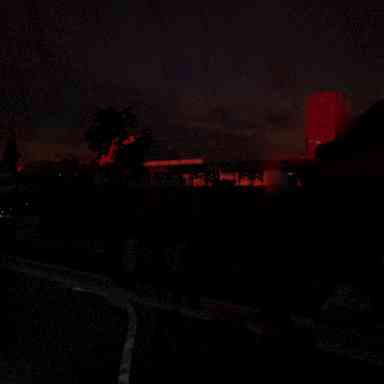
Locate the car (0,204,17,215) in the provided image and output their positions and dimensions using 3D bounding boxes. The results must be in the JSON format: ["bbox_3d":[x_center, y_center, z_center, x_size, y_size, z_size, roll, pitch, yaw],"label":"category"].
[{"bbox_3d":[-15.831,1.450,32.789,2.033,1.411,5.357,1,0,34],"label":"car"}]

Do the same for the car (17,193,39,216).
[{"bbox_3d":[-12.754,1.160,31.025,2.150,2.045,5.566,1,0,36],"label":"car"}]
